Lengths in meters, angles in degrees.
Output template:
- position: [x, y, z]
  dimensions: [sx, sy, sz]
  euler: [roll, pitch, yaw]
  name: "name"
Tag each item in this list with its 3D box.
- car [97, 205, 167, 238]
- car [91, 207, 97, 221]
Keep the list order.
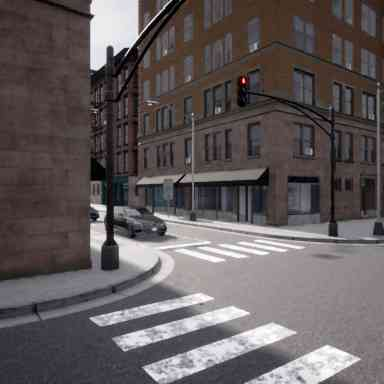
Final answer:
- position: [-3.081, 1.436, 17.262]
  dimensions: [1.812, 1.442, 4.674]
  euler: [0, 0, -35]
  name: "car"
- position: [-8.738, 1.397, 25.186]
  dimensions: [2.033, 1.411, 5.357]
  euler: [0, 0, -36]
  name: "car"
